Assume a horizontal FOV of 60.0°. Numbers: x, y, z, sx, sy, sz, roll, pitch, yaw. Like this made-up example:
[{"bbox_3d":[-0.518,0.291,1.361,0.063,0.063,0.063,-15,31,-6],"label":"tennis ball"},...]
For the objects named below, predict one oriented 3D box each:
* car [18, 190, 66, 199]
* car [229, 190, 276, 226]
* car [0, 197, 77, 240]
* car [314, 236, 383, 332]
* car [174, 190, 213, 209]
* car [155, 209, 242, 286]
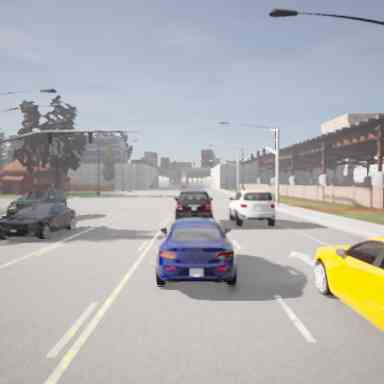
[{"bbox_3d":[-10.519,0.852,23.202,2.150,2.045,5.566,0,1,0],"label":"car"},{"bbox_3d":[3.602,0.895,20.523,2.150,2.045,5.566,0,0,0],"label":"car"},{"bbox_3d":[-7.076,1.240,15.693,1.882,1.535,5.008,0,1,0],"label":"car"},{"bbox_3d":[3.601,1.410,5.316,1.882,1.535,5.008,0,1,0],"label":"car"},{"bbox_3d":[0.105,0.905,20.020,2.150,2.045,5.566,0,1,0],"label":"car"},{"bbox_3d":[0.100,1.408,8.922,1.812,1.442,4.674,0,1,0],"label":"car"}]
